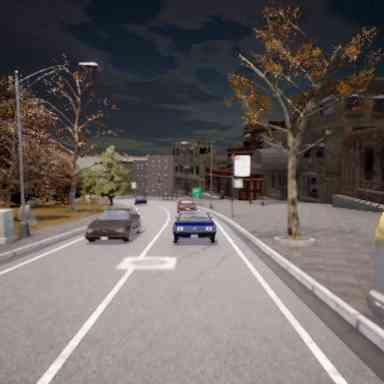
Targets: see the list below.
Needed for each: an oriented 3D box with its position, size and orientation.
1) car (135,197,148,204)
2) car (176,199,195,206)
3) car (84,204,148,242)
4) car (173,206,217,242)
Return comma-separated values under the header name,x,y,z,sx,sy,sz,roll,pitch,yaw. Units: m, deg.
name,x,y,z,sx,sy,sz,roll,pitch,yaw
car,-9.026,1.595,58.902,1.895,1.301,4.718,-2,0,-15
car,-0.654,1.450,33.922,1.812,1.442,4.674,0,0,-5
car,-3.607,1.518,16.325,2.033,1.411,5.357,0,0,0
car,0.106,1.571,16.206,1.895,1.301,4.718,0,0,0
